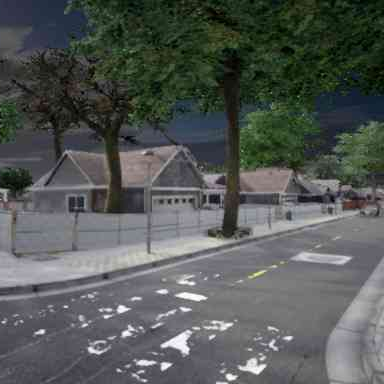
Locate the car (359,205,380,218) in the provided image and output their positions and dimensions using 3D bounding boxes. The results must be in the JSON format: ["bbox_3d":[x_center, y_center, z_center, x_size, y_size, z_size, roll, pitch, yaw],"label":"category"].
[{"bbox_3d":[22.028,2.322,41.176,2.128,1.511,4.902,-1,-2,35],"label":"car"}]
